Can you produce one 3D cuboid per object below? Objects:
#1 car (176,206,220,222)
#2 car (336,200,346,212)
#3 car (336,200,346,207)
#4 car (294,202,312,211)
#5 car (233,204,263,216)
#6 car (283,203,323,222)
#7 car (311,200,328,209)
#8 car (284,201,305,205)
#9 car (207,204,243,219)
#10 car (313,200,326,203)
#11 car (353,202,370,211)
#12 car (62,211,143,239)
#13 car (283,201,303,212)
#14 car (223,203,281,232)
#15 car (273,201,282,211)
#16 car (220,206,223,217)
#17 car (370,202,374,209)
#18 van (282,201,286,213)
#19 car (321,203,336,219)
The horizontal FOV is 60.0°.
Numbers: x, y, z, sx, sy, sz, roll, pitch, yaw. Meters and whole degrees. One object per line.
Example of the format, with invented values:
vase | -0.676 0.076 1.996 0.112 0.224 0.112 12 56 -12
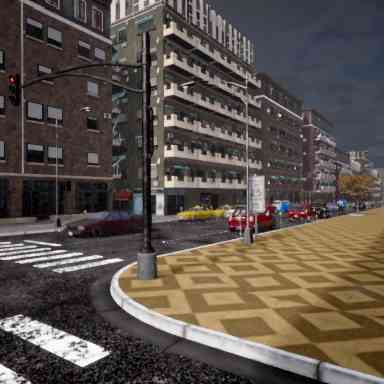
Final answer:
car | 0.404 2.002 31.462 1.752 1.417 4.829 -2 -2 35
car | 23.425 2.468 54.417 2.033 1.411 5.357 -1 -1 36
car | 39.166 2.882 87.162 1.690 1.788 3.998 -2 -2 35
car | 19.884 2.554 59.409 1.887 1.381 4.507 -2 -2 35
car | 6.963 2.222 40.870 1.947 1.339 4.313 -2 -2 35
car | 10.555 2.032 31.486 1.887 1.381 4.507 -2 -2 35
car | 26.342 2.501 68.685 2.192 1.841 5.009 -2 -2 35
car | 15.746 2.401 48.805 2.033 1.411 5.357 -1 -1 35
car | 3.635 2.090 36.096 1.752 1.417 4.829 -2 -2 35
car | 17.621 2.267 46.077 1.837 1.490 4.892 -1 -1 35
car | 29.937 2.583 59.293 1.947 1.339 4.313 -2 -2 35
car | -4.801 1.800 19.499 2.033 1.411 5.357 -1 -1 35
car | 16.652 2.361 54.777 1.967 1.590 4.097 -2 -2 35
car | 4.093 1.751 22.219 1.967 1.590 4.097 -2 -2 35
car | 10.192 2.289 45.505 1.887 1.381 4.507 -2 -2 35
car | 4.910 2.042 33.411 1.812 1.442 4.674 -1 -1 35
car | 36.397 2.744 68.563 2.008 1.369 4.403 -2 -2 35
van | 13.421 2.174 50.145 1.690 1.788 3.998 -2 -2 35
car | 13.786 2.141 36.120 1.947 1.339 4.313 -2 -2 35
